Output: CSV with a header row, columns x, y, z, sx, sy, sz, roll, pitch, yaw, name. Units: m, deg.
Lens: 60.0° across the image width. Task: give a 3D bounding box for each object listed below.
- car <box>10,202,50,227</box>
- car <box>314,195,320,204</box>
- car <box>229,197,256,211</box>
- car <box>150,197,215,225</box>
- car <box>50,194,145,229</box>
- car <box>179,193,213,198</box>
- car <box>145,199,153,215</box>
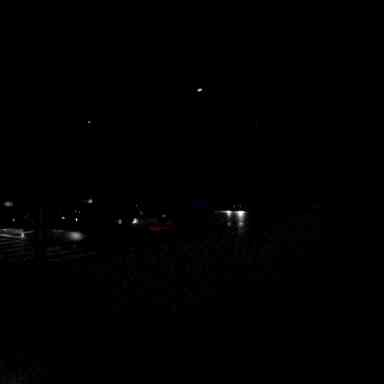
x,y,z,sx,sy,sz,roll,pitch,yaw,name
-9.584,1.456,22.446,1.837,1.490,4.892,0,0,35,car
21.511,1.243,54.654,2.128,1.511,4.902,0,0,35,car
6.070,1.355,38.850,1.837,1.490,4.892,0,0,36,car
-0.414,1.389,23.782,1.882,1.535,5.008,0,0,35,car
-5.999,1.160,21.877,2.150,2.045,5.566,0,0,35,car
0.005,1.116,30.326,2.150,2.045,5.566,0,0,35,car
-4.117,1.389,30.139,1.882,1.535,5.008,0,0,35,car
